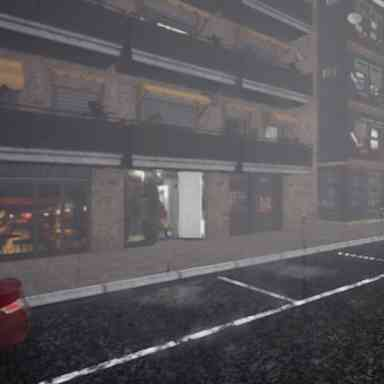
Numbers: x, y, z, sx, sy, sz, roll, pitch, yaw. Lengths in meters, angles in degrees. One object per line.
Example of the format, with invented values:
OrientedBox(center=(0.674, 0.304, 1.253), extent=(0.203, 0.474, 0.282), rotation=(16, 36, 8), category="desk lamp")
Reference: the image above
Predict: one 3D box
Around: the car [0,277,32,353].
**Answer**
OrientedBox(center=(-4.088, 1.591, 3.640), extent=(4.206, 1.307, 1.802), rotation=(0, 0, -36), category="car")
